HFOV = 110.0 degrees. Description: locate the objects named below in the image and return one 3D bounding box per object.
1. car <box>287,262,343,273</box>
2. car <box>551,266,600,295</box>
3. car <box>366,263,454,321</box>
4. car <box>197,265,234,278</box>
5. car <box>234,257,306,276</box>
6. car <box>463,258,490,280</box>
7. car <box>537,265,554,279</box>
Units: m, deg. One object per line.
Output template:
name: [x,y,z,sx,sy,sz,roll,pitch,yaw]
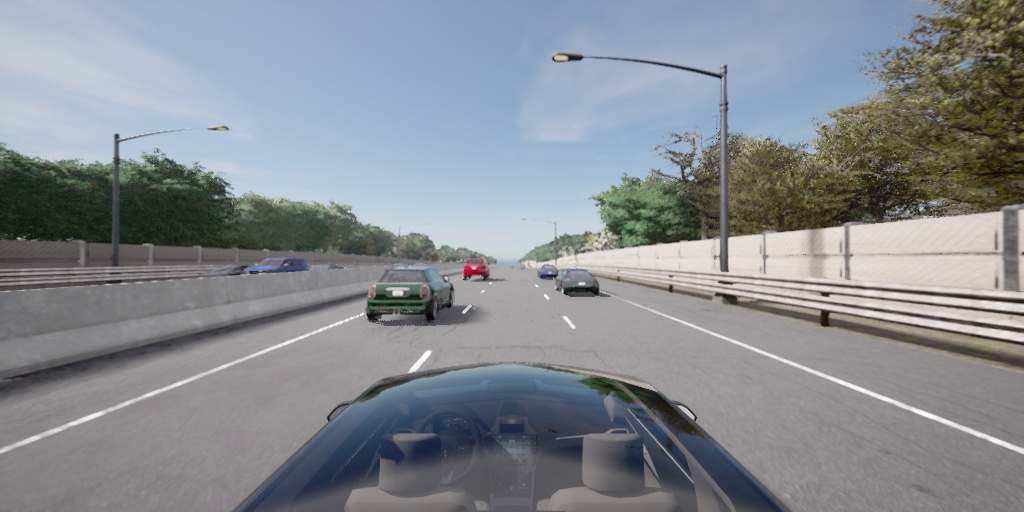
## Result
car: [-14.075,1.379,26.719,1.882,1.535,5.008,0,-1,0]
car: [3.616,1.410,20.457,1.994,1.385,4.181,0,0,0]
car: [-3.398,1.149,12.813,2.097,1.767,4.553,0,0,0]
car: [-21.074,1.408,27.013,1.837,1.490,4.892,0,-1,0]
car: [-17.574,1.124,27.028,2.150,2.045,5.566,0,0,0]
car: [-3.367,1.217,34.658,2.150,2.045,5.566,0,-1,0]
car: [3.634,1.581,36.194,1.994,1.385,4.181,0,-1,0]
